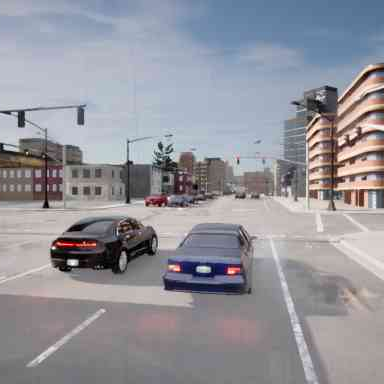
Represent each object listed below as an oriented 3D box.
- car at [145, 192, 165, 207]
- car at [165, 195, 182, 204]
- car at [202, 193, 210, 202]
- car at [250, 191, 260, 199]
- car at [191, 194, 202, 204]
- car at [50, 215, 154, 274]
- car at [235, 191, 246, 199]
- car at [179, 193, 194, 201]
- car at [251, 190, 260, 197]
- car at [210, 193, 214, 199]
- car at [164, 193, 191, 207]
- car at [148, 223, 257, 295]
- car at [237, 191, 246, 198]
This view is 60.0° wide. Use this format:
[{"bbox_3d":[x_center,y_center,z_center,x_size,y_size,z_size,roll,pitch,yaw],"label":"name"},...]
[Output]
[{"bbox_3d":[-5.169,1.080,49.305,2.150,2.045,5.566,0,1,11],"label":"car"},{"bbox_3d":[-3.270,1.238,58.863,1.812,1.442,4.674,0,1,12],"label":"car"},{"bbox_3d":[1.747,1.119,65.991,2.033,1.411,5.357,0,1,12],"label":"car"},{"bbox_3d":[14.320,0.881,75.389,2.128,1.511,4.902,0,1,11],"label":"car"},{"bbox_3d":[-0.204,1.235,56.341,2.128,1.511,4.902,0,1,11],"label":"car"},{"bbox_3d":[-2.513,1.505,10.645,1.837,1.490,4.892,0,0,11],"label":"car"},{"bbox_3d":[11.072,0.902,77.014,1.994,1.385,4.181,0,1,11],"label":"car"},{"bbox_3d":[-1.152,1.073,69.237,2.033,1.411,5.357,0,1,11],"label":"car"},{"bbox_3d":[16.320,0.464,85.594,2.097,1.767,4.553,0,1,11],"label":"car"},{"bbox_3d":[3.786,0.862,76.232,1.882,1.535,5.008,0,1,11],"label":"car"},{"bbox_3d":[-1.961,1.223,47.430,2.097,1.767,4.553,0,1,11],"label":"car"},{"bbox_3d":[0.705,1.547,8.902,2.033,1.411,5.357,0,0,11],"label":"car"},{"bbox_3d":[12.964,0.552,86.667,2.097,1.767,4.553,0,1,11],"label":"car"}]
